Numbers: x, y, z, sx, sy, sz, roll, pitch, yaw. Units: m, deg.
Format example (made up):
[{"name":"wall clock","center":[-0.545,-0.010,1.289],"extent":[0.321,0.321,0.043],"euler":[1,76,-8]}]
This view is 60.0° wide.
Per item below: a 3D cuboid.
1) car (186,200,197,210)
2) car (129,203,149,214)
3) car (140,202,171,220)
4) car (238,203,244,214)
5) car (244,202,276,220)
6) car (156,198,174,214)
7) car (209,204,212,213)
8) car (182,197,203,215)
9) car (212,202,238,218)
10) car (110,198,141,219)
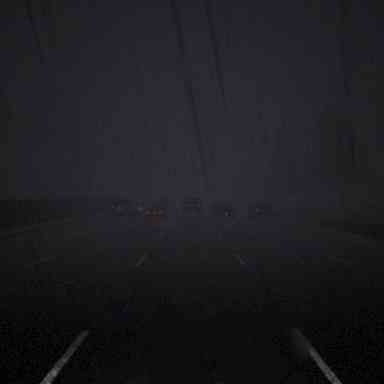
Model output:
[{"name":"car","center":[-0.085,2.183,55.316],"extent":[1.882,1.535,5.008],"euler":[0,-1,0]},{"name":"car","center":[-7.102,2.173,44.834],"extent":[1.895,1.301,4.718],"euler":[0,-1,0]},{"name":"car","center":[-3.512,1.973,33.304],"extent":[2.033,1.411,5.357],"euler":[0,-1,0]},{"name":"car","center":[6.879,2.094,42.819],"extent":[2.033,1.411,5.357],"euler":[0,-1,0]},{"name":"car","center":[6.919,1.777,33.283],"extent":[2.097,1.767,4.553],"euler":[0,-1,0]},{"name":"car","center":[-3.624,1.778,43.573],"extent":[2.150,2.045,5.566],"euler":[0,-1,0]},{"name":"car","center":[3.397,2.083,45.297],"extent":[1.837,1.490,4.892],"euler":[0,-1,0]},{"name":"car","center":[-0.037,1.755,41.660],"extent":[2.150,2.045,5.566],"euler":[0,0,0]},{"name":"car","center":[3.456,1.962,35.781],"extent":[1.837,1.490,4.892],"euler":[0,-1,0]},{"name":"car","center":[-7.015,1.668,34.916],"extent":[2.150,2.045,5.566],"euler":[0,-1,0]}]
